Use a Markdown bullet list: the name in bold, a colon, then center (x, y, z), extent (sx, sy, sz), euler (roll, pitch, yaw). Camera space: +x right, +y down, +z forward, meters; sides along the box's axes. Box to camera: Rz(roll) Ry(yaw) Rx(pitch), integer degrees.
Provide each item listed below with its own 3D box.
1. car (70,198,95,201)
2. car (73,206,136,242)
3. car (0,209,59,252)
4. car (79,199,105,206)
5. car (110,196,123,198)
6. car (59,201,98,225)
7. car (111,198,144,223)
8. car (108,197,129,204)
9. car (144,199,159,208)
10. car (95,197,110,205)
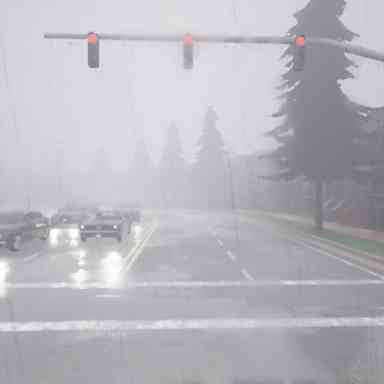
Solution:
- **car**: center (-14.452, 1.534, 42.315), extent (2.128, 1.511, 4.902), euler (0, 0, -32)
- **car**: center (-4.189, 1.616, 16.756), extent (1.895, 1.301, 4.718), euler (0, 0, -3)
- **car**: center (-7.595, 1.523, 14.101), extent (1.837, 1.490, 4.892), euler (0, 0, -2)
- **car**: center (-10.008, 1.632, 32.909), extent (1.895, 1.301, 4.718), euler (0, 0, -19)
- **car**: center (-9.499, 1.517, 47.841), extent (1.882, 1.535, 5.008), euler (0, 0, -37)
- **car**: center (-8.141, 1.587, 22.923), extent (1.994, 1.385, 4.181), euler (0, 0, -4)
- **car**: center (-4.932, 1.499, 25.910), extent (1.882, 1.535, 5.008), euler (0, 0, -8)
- **car**: center (-7.386, 1.577, 36.005), extent (2.033, 1.411, 5.357), euler (0, 0, -21)
- **car**: center (-6.903, 1.638, 50.222), extent (1.895, 1.301, 4.718), euler (0, 0, -37)
- **car**: center (-16.295, 1.653, 55.495), extent (4.718, 1.301, 1.895), euler (0, 0, 41)
